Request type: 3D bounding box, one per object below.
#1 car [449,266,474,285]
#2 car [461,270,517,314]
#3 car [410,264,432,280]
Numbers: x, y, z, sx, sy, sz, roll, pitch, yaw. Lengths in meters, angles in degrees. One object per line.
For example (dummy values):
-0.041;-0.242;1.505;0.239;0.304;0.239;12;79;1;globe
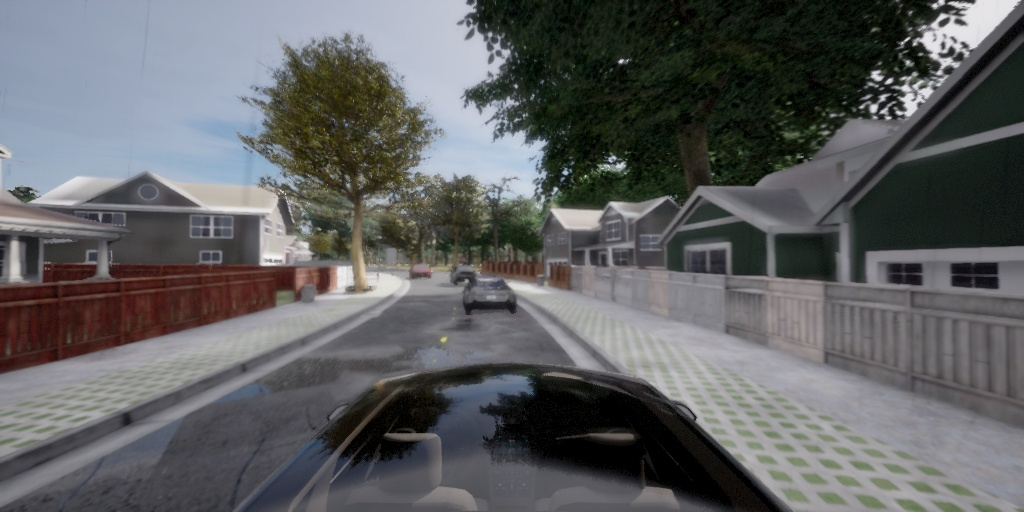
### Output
-3.989;1.542;29.289;1.837;1.490;4.892;0;0;-15;car
-0.980;1.451;14.672;1.994;1.385;4.181;0;0;-7;car
-9.331;1.580;36.500;1.882;1.535;5.008;0;-1;-20;car
